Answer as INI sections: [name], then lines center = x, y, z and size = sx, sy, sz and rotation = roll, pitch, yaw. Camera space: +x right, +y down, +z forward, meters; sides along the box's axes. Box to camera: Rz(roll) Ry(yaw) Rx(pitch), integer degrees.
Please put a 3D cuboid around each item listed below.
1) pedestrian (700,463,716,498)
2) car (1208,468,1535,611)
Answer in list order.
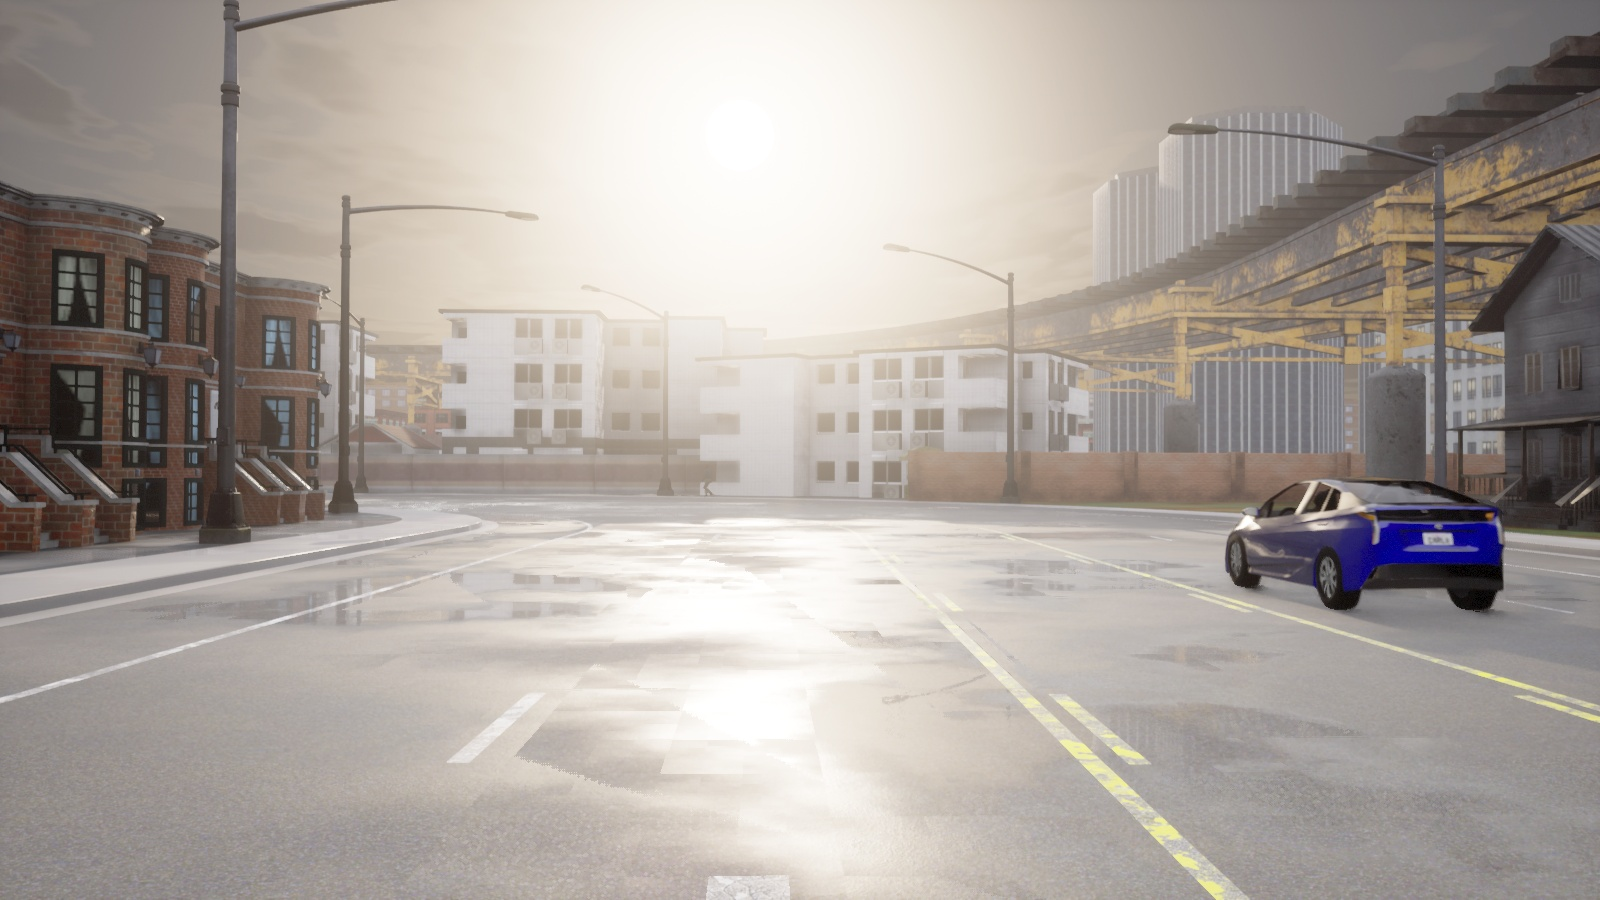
[pedestrian]
center = -4.875, 1.612, 66.587
size = 0.726, 1.835, 0.370
rotation = -1, -1, 33
[car]
center = 6.887, 1.000, 15.773
size = 2.007, 1.525, 4.514
rotation = 0, -1, 0
